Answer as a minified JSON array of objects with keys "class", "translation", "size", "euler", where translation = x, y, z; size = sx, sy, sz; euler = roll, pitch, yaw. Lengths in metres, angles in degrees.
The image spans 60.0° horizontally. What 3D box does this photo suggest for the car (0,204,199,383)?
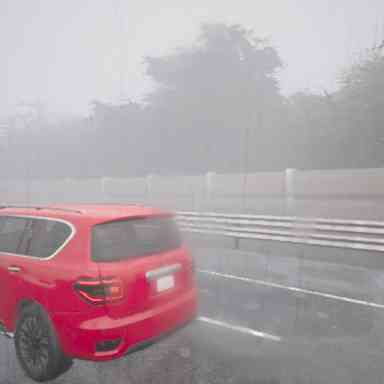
[{"class":"car","translation":[-2.505,1.222,5.663],"size":[5.566,2.045,2.150],"euler":[0,0,36]}]
